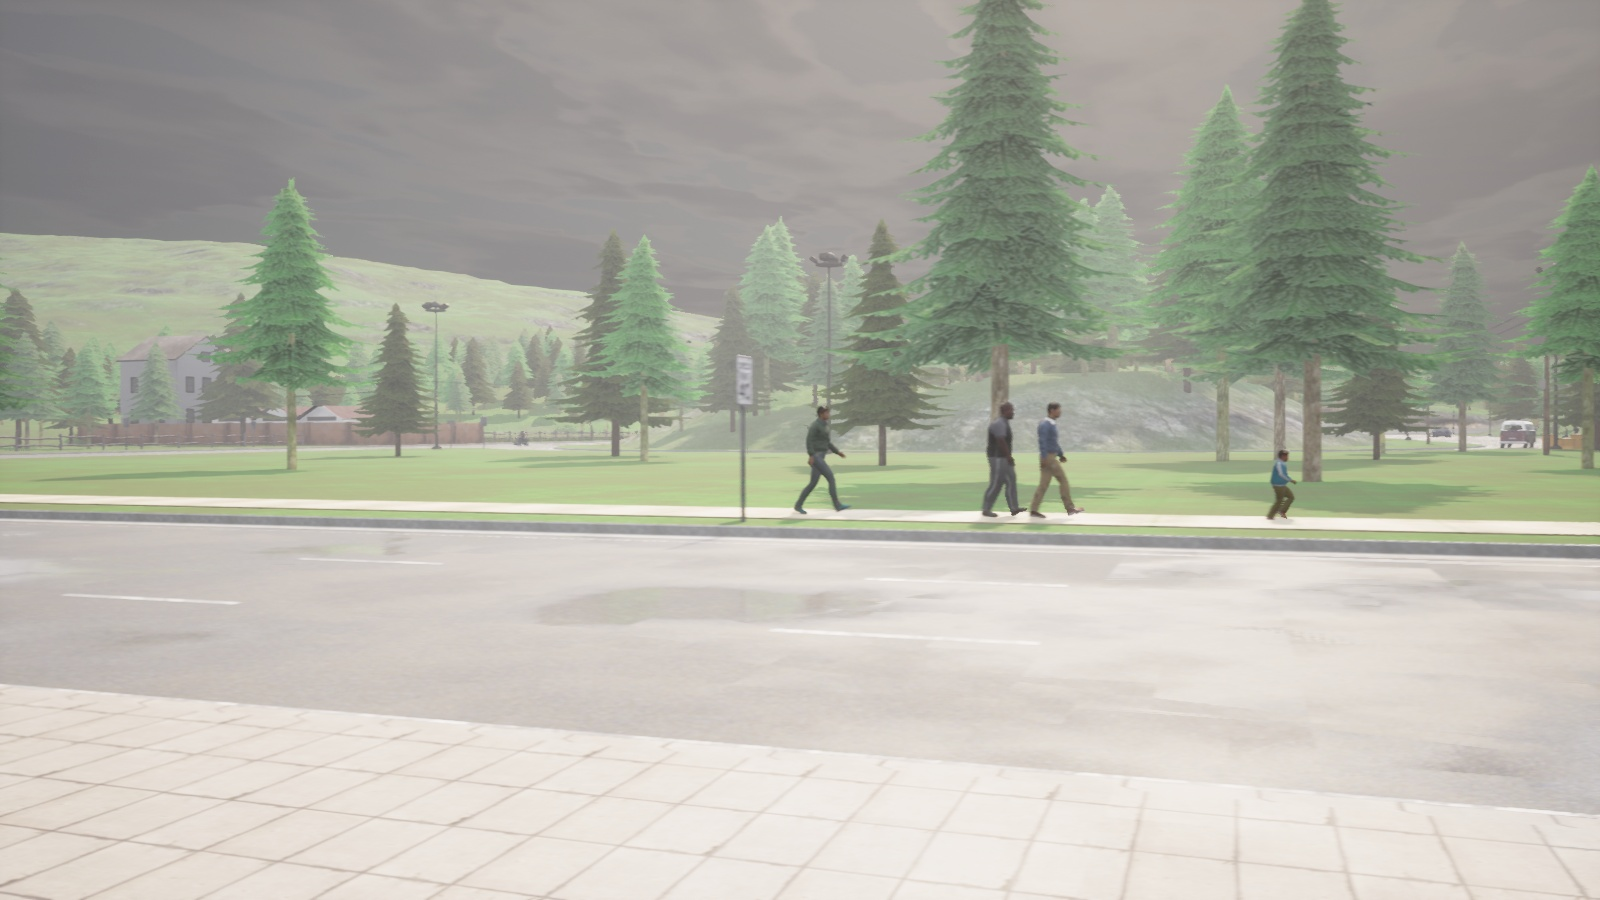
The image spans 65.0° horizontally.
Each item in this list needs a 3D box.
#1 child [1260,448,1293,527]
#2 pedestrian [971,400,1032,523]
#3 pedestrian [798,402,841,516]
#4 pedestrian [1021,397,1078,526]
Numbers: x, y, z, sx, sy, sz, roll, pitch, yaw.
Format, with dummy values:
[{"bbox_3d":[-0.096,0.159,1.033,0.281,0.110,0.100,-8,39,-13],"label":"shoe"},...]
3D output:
[{"bbox_3d":[7.257,0.566,19.135,0.448,1.192,0.343,1,1,20],"label":"child"},{"bbox_3d":[3.151,0.163,19.627,0.849,1.883,0.563,1,1,19],"label":"pedestrian"},{"bbox_3d":[0.324,0.136,20.646,0.614,1.847,0.353,1,1,18],"label":"pedestrian"},{"bbox_3d":[3.855,0.169,19.400,0.788,1.949,0.423,1,1,19],"label":"pedestrian"}]
